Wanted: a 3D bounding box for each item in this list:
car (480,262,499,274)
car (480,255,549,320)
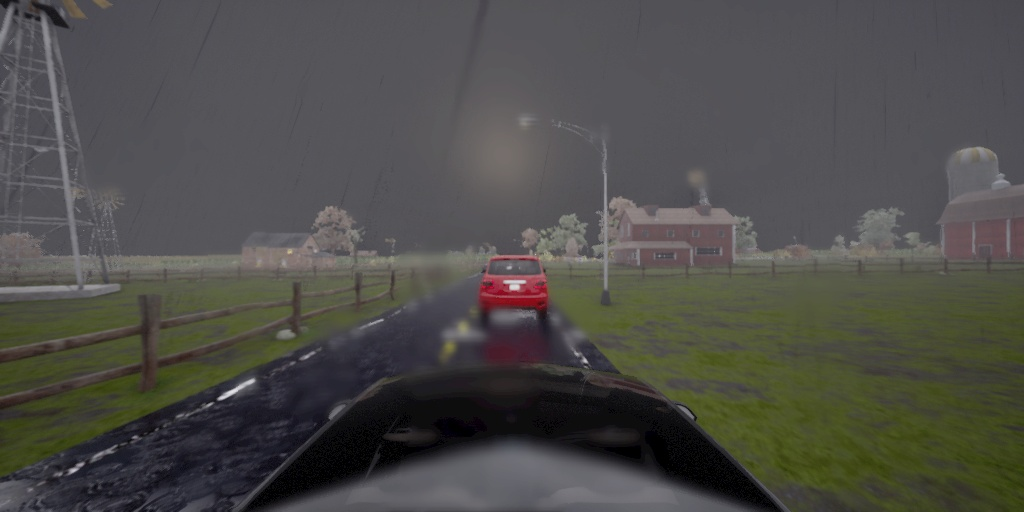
[{"bbox_3d":[-2.822,1.479,45.692,2.033,1.411,5.357,0,0,0],"label":"car"},{"bbox_3d":[0.089,1.013,13.045,2.150,2.045,5.566,0,0,0],"label":"car"}]
